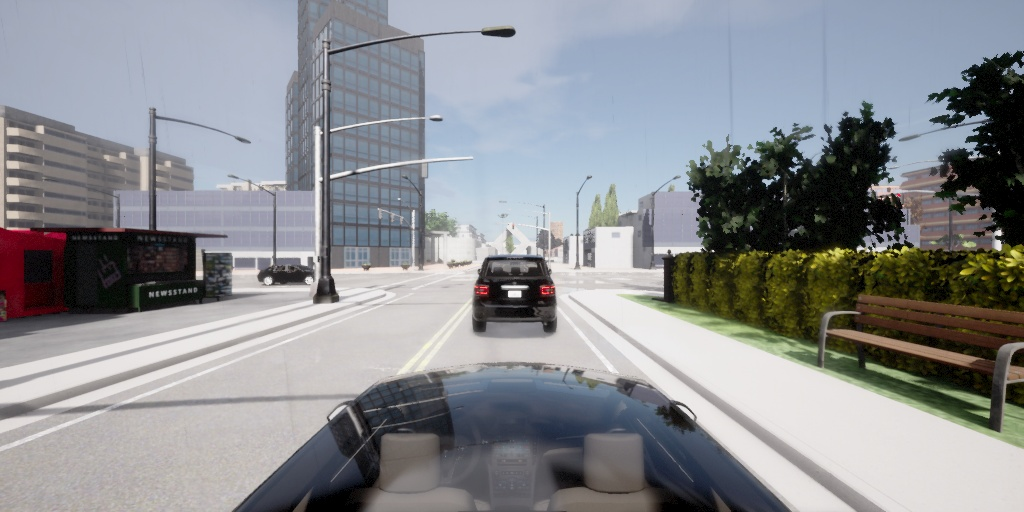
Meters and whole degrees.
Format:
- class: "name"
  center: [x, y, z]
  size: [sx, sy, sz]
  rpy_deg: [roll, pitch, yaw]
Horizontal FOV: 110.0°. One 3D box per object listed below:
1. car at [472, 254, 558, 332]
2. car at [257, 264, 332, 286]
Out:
- class: "car"
  center: [0.080, 0.971, 10.953]
  size: [2.150, 2.045, 5.566]
  rpy_deg: [0, 0, 0]
- class: "car"
  center: [-15.716, 1.353, 26.066]
  size: [4.892, 1.490, 1.837]
  rpy_deg: [-1, 0, 0]
